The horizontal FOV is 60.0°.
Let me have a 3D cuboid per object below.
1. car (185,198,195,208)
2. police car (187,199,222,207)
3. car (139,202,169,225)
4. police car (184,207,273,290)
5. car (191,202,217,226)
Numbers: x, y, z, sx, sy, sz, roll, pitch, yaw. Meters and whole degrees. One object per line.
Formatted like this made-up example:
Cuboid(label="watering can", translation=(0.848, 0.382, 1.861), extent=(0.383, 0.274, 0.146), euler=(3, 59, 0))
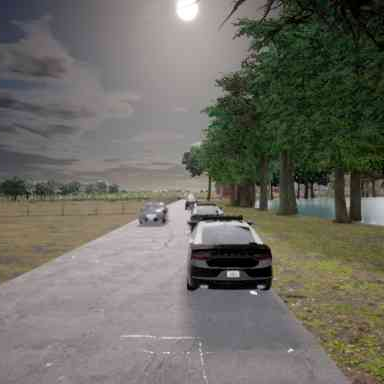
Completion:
Cuboid(label="car", translation=(0.011, 1.638, 47.644), extent=(1.882, 1.535, 5.008), euler=(0, 0, 1))
Cuboid(label="police car", translation=(0.819, 1.459, 19.215), extent=(1.930, 1.638, 5.238), euler=(0, 0, 0))
Cuboid(label="car", translation=(-2.756, 1.542, 24.819), extent=(2.128, 1.511, 4.902), euler=(0, 0, 0))
Cuboid(label="police car", translation=(0.822, 1.435, 9.214), extent=(1.930, 1.638, 5.238), euler=(0, 0, 0))
Cuboid(label="car", translation=(0.817, 1.557, 25.105), extent=(1.837, 1.490, 4.892), euler=(0, 0, 0))
